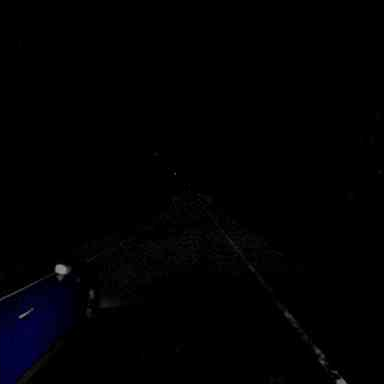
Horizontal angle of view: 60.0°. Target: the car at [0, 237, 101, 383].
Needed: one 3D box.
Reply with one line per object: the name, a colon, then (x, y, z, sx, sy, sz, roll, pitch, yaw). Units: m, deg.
car: (-2.731, 1.343, 4.114, 2.097, 1.767, 4.553, 0, 0, 2)
